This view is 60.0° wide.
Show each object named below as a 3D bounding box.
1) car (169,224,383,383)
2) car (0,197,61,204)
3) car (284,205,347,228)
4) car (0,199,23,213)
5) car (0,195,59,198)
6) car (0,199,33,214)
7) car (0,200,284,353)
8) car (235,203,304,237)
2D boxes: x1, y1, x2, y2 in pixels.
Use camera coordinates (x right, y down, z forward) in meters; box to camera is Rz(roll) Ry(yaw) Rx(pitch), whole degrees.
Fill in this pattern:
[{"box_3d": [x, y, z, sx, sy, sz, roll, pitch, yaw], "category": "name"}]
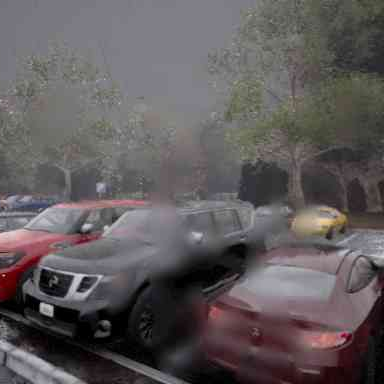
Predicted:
[{"box_3d": [1.935, 1.524, 5.153, 2.002, 1.452, 4.674, 0, 0, 35], "category": "car"}, {"box_3d": [-2.655, 1.244, 8.374, 2.435, 2.045, 5.566, 0, 0, 35], "category": "car"}, {"box_3d": [6.777, 1.491, 17.528, 1.946, 1.575, 5.366, 0, 0, 35], "category": "car"}, {"box_3d": [-22.683, 1.576, 38.617, 2.097, 1.535, 5.008, 0, 0, 35], "category": "car"}, {"box_3d": [-15.981, 1.302, 33.841, 2.435, 2.045, 5.566, 0, 0, 35], "category": "car"}, {"box_3d": [-20.510, 1.607, 37.081, 2.002, 1.452, 4.674, 0, 0, 35], "category": "car"}, {"box_3d": [-0.368, 1.238, 6.753, 2.435, 2.045, 5.566, 0, 0, 35], "category": "car"}, {"box_3d": [4.622, 1.501, 19.289, 2.231, 1.521, 4.892, 0, 0, 35], "category": "car"}]
